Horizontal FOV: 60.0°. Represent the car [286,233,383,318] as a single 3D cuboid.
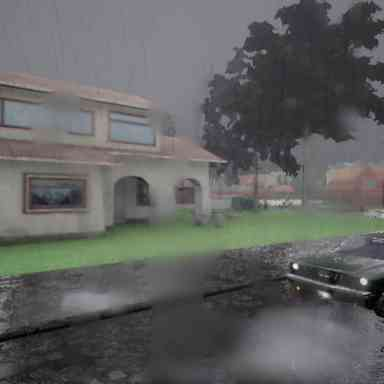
[{"bbox_3d":[4.346,1.673,7.655,4.718,1.301,1.895,1,0,-35],"label":"car"}]
